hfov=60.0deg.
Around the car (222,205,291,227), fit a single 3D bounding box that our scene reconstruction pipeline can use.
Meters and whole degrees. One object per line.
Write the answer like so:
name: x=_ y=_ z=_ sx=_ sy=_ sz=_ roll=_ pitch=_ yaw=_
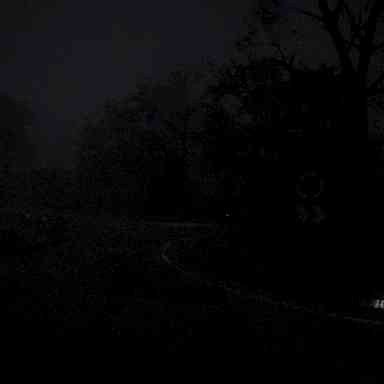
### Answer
car: x=4.600 y=1.655 z=23.965 sx=4.902 sy=1.511 sz=2.128 roll=1 pitch=0 yaw=6
